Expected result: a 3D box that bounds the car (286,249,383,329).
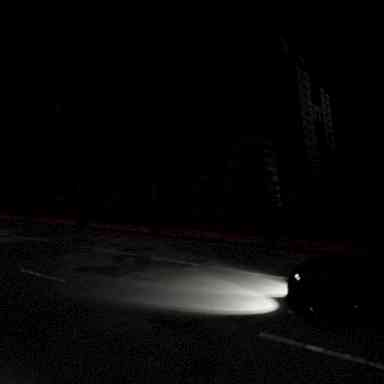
[{"bbox_3d":[3.786,1.564,5.591,4.181,1.385,1.994,0,0,36],"label":"car"}]
